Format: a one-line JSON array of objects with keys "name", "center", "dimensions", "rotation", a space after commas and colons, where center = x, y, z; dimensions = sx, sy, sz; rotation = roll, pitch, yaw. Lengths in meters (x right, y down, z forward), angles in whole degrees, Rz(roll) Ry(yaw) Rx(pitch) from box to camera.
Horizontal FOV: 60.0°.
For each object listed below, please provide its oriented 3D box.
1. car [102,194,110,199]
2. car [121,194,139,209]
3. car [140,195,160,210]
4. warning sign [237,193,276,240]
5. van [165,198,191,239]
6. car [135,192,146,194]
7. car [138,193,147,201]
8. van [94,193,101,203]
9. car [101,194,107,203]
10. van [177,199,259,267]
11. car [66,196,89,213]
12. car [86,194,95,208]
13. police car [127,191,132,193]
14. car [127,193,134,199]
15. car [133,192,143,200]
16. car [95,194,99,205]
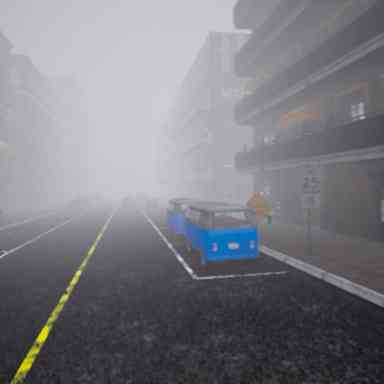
[{"name": "car", "center": [-23.775, 1.272, 91.778], "dimensions": [1.802, 1.307, 4.206], "rotation": [-2, 1, -11]}, {"name": "car", "center": [-8.250, 1.367, 43.242], "dimensions": [1.994, 1.385, 4.181], "rotation": [-1, 0, -10]}, {"name": "car", "center": [-4.658, 1.363, 38.427], "dimensions": [1.802, 1.307, 4.206], "rotation": [-2, 1, -11]}, {"name": "warning sign", "center": [2.660, 0.965, 13.805], "dimensions": [1.300, 1.860, 1.060], "rotation": [0, 1, -11]}, {"name": "van", "center": [-0.308, 1.219, 16.444], "dimensions": [1.690, 1.788, 3.998], "rotation": [-2, 1, -11]}, {"name": "car", "center": [-9.023, 1.000, 60.405], "dimensions": [2.192, 1.841, 5.009], "rotation": [-2, 1, -11]}, {"name": "car", "center": [-6.871, 1.257, 49.583], "dimensions": [1.752, 1.417, 4.829], "rotation": [-2, 1, -11]}, {"name": "van", "center": [-16.125, 1.197, 53.316], "dimensions": [1.690, 1.788, 3.998], "rotation": [-2, 1, -11]}, {"name": "car", "center": [-18.327, 1.123, 64.301], "dimensions": [2.192, 1.841, 5.009], "rotation": [-2, 1, -11]}, {"name": "van", "center": [0.781, 1.243, 10.948], "dimensions": [1.690, 1.788, 3.998], "rotation": [-2, 1, -11]}, {"name": "car", "center": [-12.850, 1.510, 36.833], "dimensions": [1.802, 1.307, 4.206], "rotation": [-2, 1, -11]}, {"name": "car", "center": [-13.943, 1.344, 42.327], "dimensions": [1.967, 1.590, 4.097], "rotation": [-2, 1, -11]}, {"name": "police car", "center": [-15.172, 1.050, 81.772], "dimensions": [1.930, 1.638, 5.238], "rotation": [-1, 0, -11]}, {"name": "car", "center": [-17.029, 1.035, 91.674], "dimensions": [1.801, 1.575, 5.366], "rotation": [-1, 0, -11]}, {"name": "car", "center": [-13.379, 0.905, 82.385], "dimensions": [2.192, 1.841, 5.009], "rotation": [-2, 1, -11]}, {"name": "car", "center": [-15.030, 1.430, 47.823], "dimensions": [2.008, 1.369, 4.403], "rotation": [-2, 1, -11]}]
